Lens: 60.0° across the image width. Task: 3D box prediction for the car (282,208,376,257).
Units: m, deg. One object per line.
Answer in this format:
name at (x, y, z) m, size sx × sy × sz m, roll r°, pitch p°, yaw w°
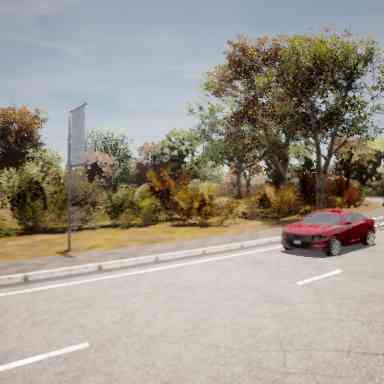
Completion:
car at (5.469, 1.440, 13.076) m, size 5.008 × 1.535 × 1.882 m, roll 0°, pitch 0°, yaw -42°
